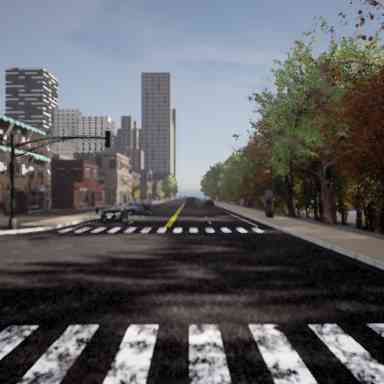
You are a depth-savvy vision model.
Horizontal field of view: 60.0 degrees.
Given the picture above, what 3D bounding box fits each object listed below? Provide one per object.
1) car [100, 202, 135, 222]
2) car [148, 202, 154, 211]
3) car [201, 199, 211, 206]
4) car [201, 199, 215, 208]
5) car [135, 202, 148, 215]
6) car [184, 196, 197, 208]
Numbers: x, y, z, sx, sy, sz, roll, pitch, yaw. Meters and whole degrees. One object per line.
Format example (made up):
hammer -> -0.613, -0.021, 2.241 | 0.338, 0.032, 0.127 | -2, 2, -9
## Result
car -> -6.752, 1.792, 29.591 | 2.128, 1.511, 4.902 | 0, -1, 0
car -> -6.858, 2.098, 49.502 | 1.895, 1.301, 4.718 | 0, -1, 0
car -> 2.873, 2.196, 69.785 | 1.837, 1.490, 4.892 | 0, -1, 0
car -> 3.029, 2.074, 59.675 | 1.882, 1.535, 5.008 | 0, -1, 0
car -> -6.813, 1.945, 39.392 | 2.033, 1.411, 5.357 | 0, -1, -1
car -> -0.223, 1.827, 60.515 | 2.150, 2.045, 5.566 | 0, -1, 0
